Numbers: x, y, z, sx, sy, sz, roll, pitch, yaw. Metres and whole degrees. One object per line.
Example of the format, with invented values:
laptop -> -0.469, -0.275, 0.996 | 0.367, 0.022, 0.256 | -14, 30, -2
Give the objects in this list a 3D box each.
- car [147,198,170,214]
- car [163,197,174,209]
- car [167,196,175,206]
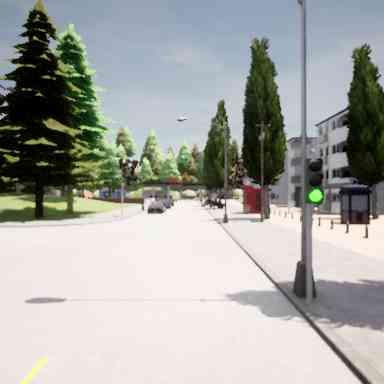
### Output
car -> -4.131, 1.804, 39.676 | 2.033, 1.411, 5.357 | 0, 0, 0
car -> -4.126, 1.885, 49.613 | 1.994, 1.385, 4.181 | 0, 0, 0
car -> -4.088, 1.890, 59.606 | 1.837, 1.490, 4.892 | 0, 0, 0
